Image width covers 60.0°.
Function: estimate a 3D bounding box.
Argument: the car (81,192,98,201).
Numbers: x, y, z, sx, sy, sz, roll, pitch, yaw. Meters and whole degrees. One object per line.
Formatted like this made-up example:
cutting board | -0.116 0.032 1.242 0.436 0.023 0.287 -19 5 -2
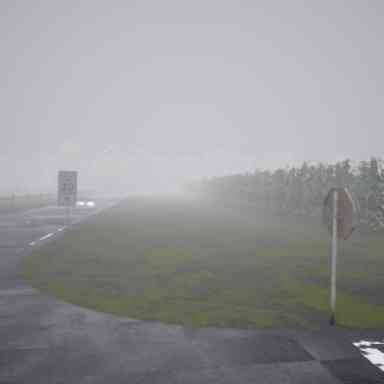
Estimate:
car | -15.606 0.708 50.630 1.895 1.301 4.718 1 1 -8
